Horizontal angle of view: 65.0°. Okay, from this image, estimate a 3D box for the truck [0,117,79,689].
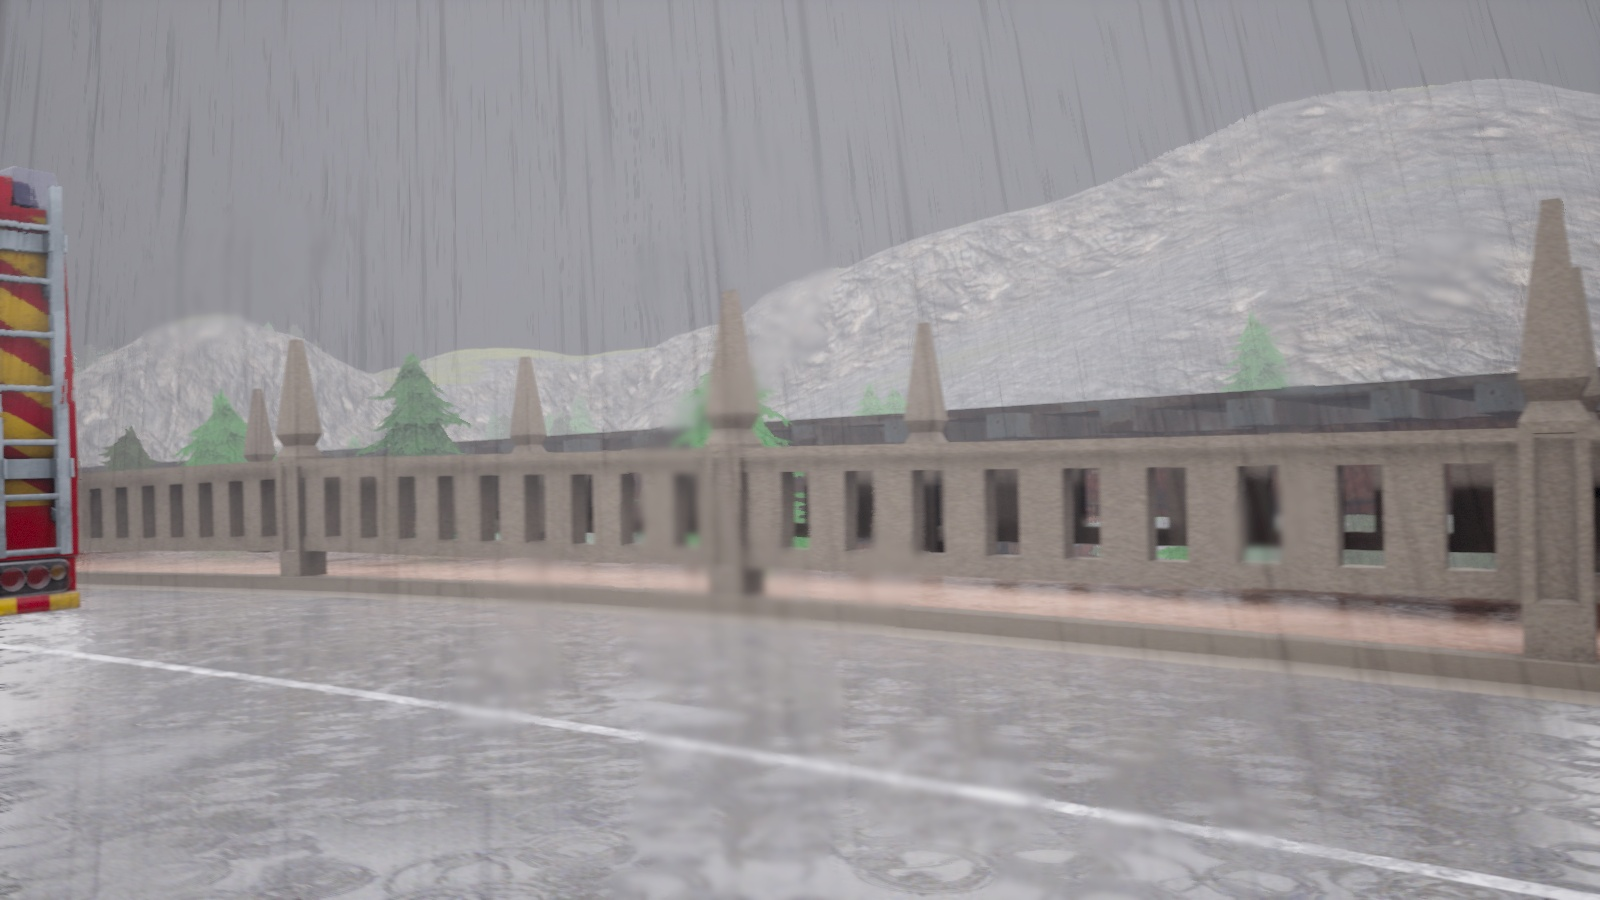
[{"bbox_3d":[-9.416,-0.085,9.866,8.468,3.827,2.891,-4,-1,34],"label":"truck"}]
